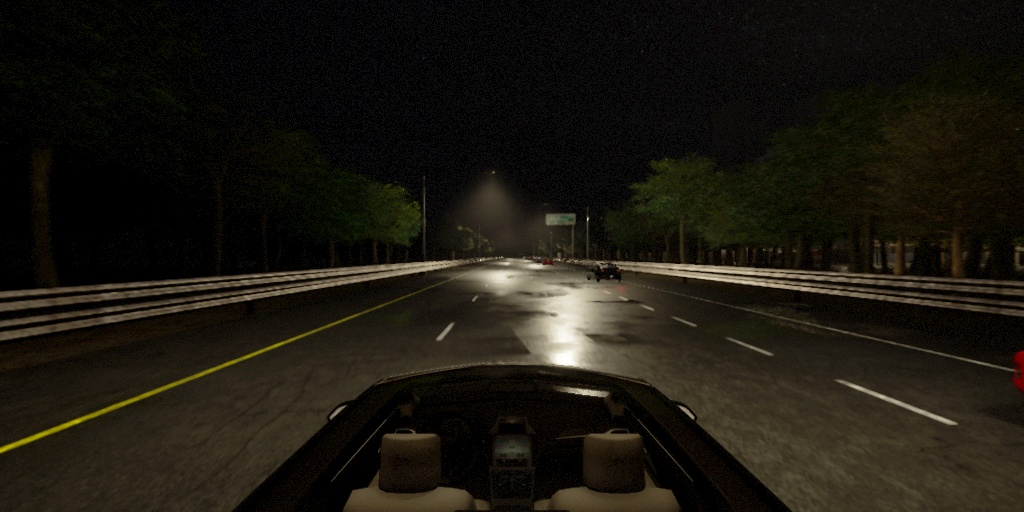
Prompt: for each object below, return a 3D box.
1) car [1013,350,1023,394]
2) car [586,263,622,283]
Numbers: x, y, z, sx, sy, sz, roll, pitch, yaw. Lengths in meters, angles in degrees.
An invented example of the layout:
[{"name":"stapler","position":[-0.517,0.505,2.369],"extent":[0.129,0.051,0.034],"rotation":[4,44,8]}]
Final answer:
[{"name":"car","position":[6.998,0.977,1.738],"extent":[2.150,2.045,5.566],"rotation":[0,0,0]},{"name":"car","position":[7.031,1.250,27.778],"extent":[2.128,1.511,4.902],"rotation":[0,0,0]}]
